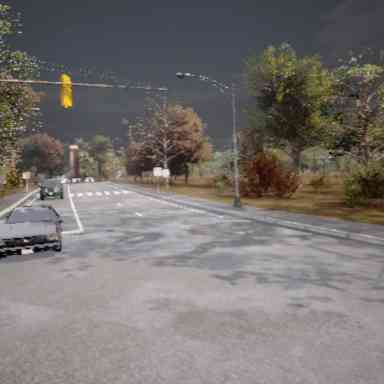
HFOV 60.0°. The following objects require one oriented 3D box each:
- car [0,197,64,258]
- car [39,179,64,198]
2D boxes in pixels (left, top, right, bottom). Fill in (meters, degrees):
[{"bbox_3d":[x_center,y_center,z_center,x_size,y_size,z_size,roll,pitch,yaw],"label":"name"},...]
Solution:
[{"bbox_3d":[-5.707,1.212,11.974,2.033,1.411,5.357,-3,3,-21],"label":"car"},{"bbox_3d":[-14.773,-0.352,35.080,2.150,2.045,5.566,-3,5,-21],"label":"car"}]
